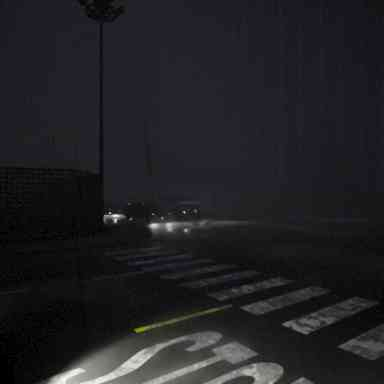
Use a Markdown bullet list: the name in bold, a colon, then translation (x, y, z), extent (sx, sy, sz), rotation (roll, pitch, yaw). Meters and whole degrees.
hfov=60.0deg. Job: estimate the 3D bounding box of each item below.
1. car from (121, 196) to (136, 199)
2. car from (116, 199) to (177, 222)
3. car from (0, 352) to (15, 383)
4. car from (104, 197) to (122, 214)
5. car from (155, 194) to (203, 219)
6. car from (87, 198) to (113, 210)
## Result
- **car**: translation (-6.916, 1.288, 36.452), extent (2.097, 1.767, 4.553), rotation (0, 0, -36)
- **car**: translation (-3.658, 1.486, 25.894), extent (2.033, 1.411, 5.357), rotation (0, 0, -36)
- **car**: translation (-3.059, 1.565, 1.573), extent (4.181, 1.385, 1.994), rotation (0, 0, -35)
- **car**: translation (-9.020, 1.502, 33.385), extent (1.994, 1.385, 4.181), rotation (0, 0, -35)
- **car**: translation (-1.334, 1.158, 28.658), extent (2.150, 2.045, 5.566), rotation (0, 0, -36)
- **car**: translation (-12.090, 1.500, 43.682), extent (1.994, 1.385, 4.181), rotation (0, 0, -35)
